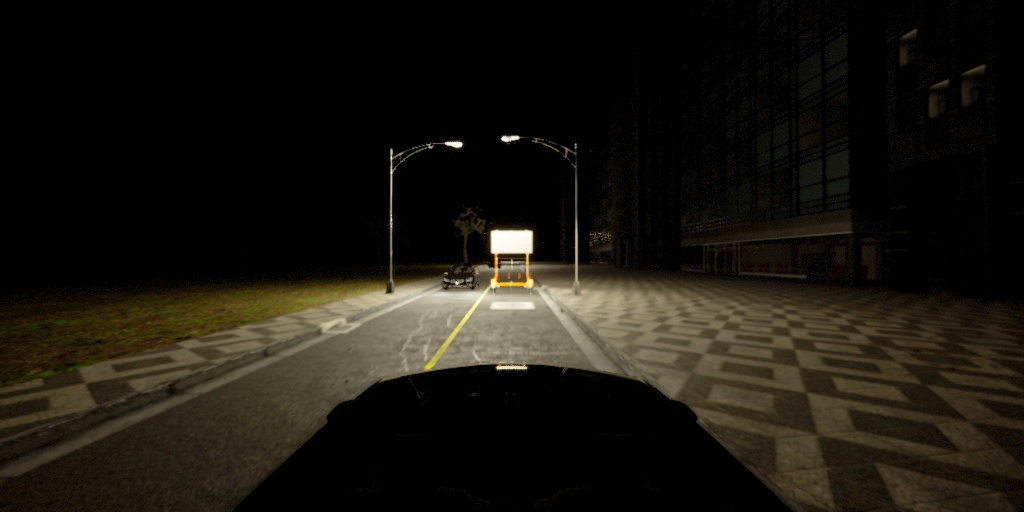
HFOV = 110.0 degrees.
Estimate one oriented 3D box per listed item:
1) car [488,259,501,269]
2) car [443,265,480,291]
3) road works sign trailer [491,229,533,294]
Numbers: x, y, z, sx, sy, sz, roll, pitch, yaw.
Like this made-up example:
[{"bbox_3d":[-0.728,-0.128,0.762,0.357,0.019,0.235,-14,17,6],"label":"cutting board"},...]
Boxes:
[{"bbox_3d":[-3.043,1.296,63.280,2.097,1.767,4.553,0,0,1],"label":"car"},{"bbox_3d":[-3.103,1.318,22.687,1.837,1.490,4.892,0,0,0],"label":"car"},{"bbox_3d":[-0.004,0.271,20.573,2.380,3.560,2.880,0,0,0],"label":"road works sign trailer"}]
